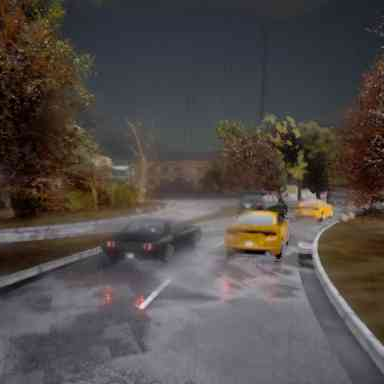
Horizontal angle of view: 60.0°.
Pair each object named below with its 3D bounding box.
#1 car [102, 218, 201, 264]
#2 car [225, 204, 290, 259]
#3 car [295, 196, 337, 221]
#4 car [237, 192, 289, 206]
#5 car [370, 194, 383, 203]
[{"bbox_3d":[-1.132,1.589,11.911,1.895,1.301,4.718,0,0,18],"label":"car"},{"bbox_3d":[2.660,1.465,12.855,1.882,1.535,5.008,0,1,20],"label":"car"},{"bbox_3d":[9.446,1.329,25.570,1.882,1.535,5.008,0,1,34],"label":"car"},{"bbox_3d":[5.396,1.094,25.401,2.150,2.045,5.566,0,1,34],"label":"car"},{"bbox_3d":[37.364,1.238,69.623,2.150,2.045,5.566,0,0,-26],"label":"car"}]
